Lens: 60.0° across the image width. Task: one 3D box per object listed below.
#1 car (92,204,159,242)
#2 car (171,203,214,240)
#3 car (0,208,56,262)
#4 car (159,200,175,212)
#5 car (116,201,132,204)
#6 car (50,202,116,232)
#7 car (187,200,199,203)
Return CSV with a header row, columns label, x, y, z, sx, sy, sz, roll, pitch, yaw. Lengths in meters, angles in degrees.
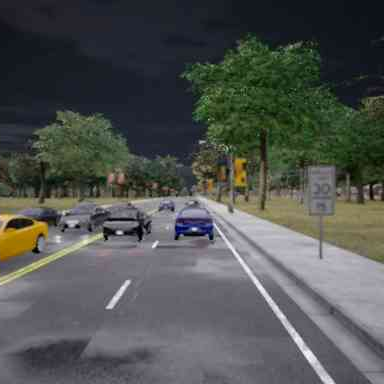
label,x,y,z,sx,sy,sz,roll,pitch,yaw
car,-3.142,1.562,16.870,2.128,1.511,4.902,0,0,0
car,0.108,1.551,17.630,1.882,1.535,5.008,0,0,0
car,-6.589,1.523,11.054,1.882,1.535,5.008,0,0,0
car,-3.152,1.715,42.489,1.812,1.442,4.674,0,0,0
car,-6.486,1.639,30.677,1.837,1.490,4.892,0,0,0
car,-6.550,1.579,20.629,2.128,1.511,4.902,0,0,1
car,0.119,1.698,38.822,1.812,1.442,4.674,0,0,0
